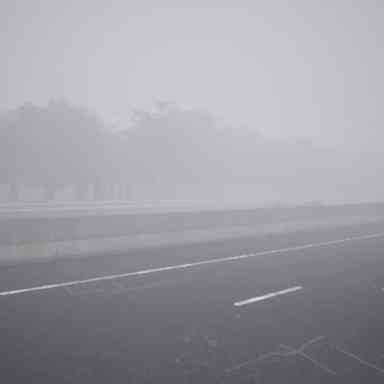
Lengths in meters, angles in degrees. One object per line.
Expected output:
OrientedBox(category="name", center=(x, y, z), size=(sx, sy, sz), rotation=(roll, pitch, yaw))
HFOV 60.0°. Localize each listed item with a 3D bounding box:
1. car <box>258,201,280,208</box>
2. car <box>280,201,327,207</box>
OrientedBox(category="car", center=(7.944, 1.535, 31.039), size=(4.181, 1.385, 1.994), rotation=(0, 0, -36))
OrientedBox(category="car", center=(9.973, 1.475, 28.187), size=(4.674, 1.442, 1.812), rotation=(0, 0, -36))
